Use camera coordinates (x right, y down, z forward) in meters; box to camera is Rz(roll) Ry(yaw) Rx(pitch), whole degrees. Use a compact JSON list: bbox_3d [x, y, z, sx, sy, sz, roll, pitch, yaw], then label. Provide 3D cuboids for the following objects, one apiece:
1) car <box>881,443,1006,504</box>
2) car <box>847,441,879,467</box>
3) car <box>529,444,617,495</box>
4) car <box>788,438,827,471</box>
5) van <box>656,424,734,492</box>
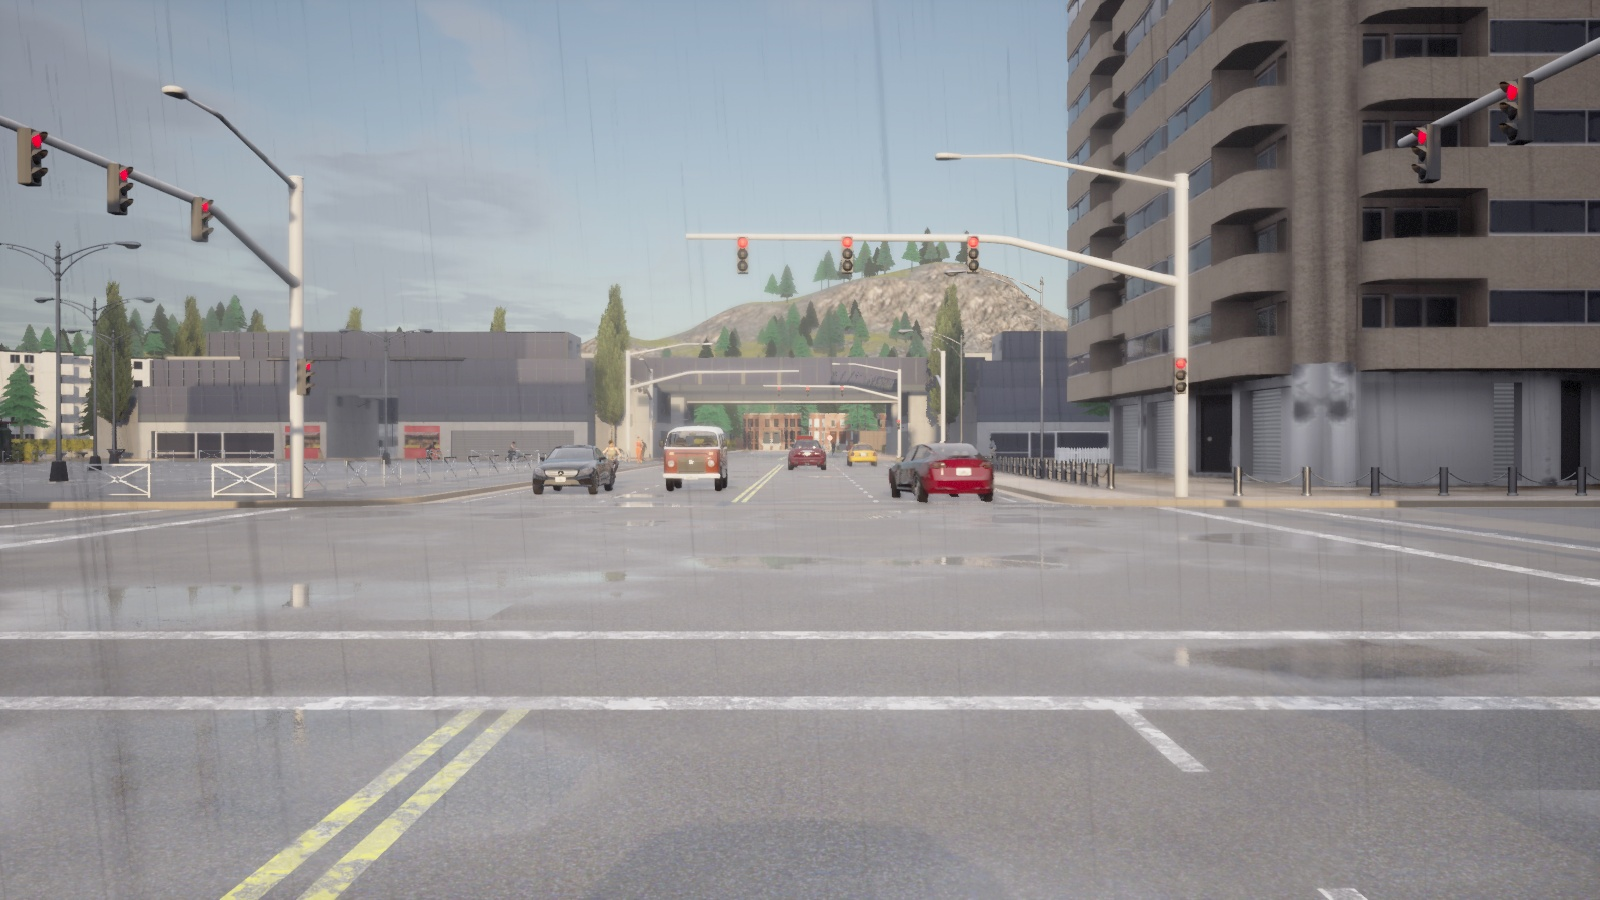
[{"bbox_3d":[3.687,0.563,33.158,2.163,1.488,4.792,0,0,-8],"label":"car"},{"bbox_3d":[3.962,0.236,80.183,1.801,1.575,5.366,0,0,0],"label":"car"},{"bbox_3d":[-6.774,0.553,37.914,1.812,1.442,4.674,0,0,0],"label":"car"},{"bbox_3d":[0.404,0.211,69.817,2.097,1.767,4.553,0,0,0],"label":"car"},{"bbox_3d":[-3.262,0.242,39.909,2.069,2.038,4.480,0,0,0],"label":"van"}]
